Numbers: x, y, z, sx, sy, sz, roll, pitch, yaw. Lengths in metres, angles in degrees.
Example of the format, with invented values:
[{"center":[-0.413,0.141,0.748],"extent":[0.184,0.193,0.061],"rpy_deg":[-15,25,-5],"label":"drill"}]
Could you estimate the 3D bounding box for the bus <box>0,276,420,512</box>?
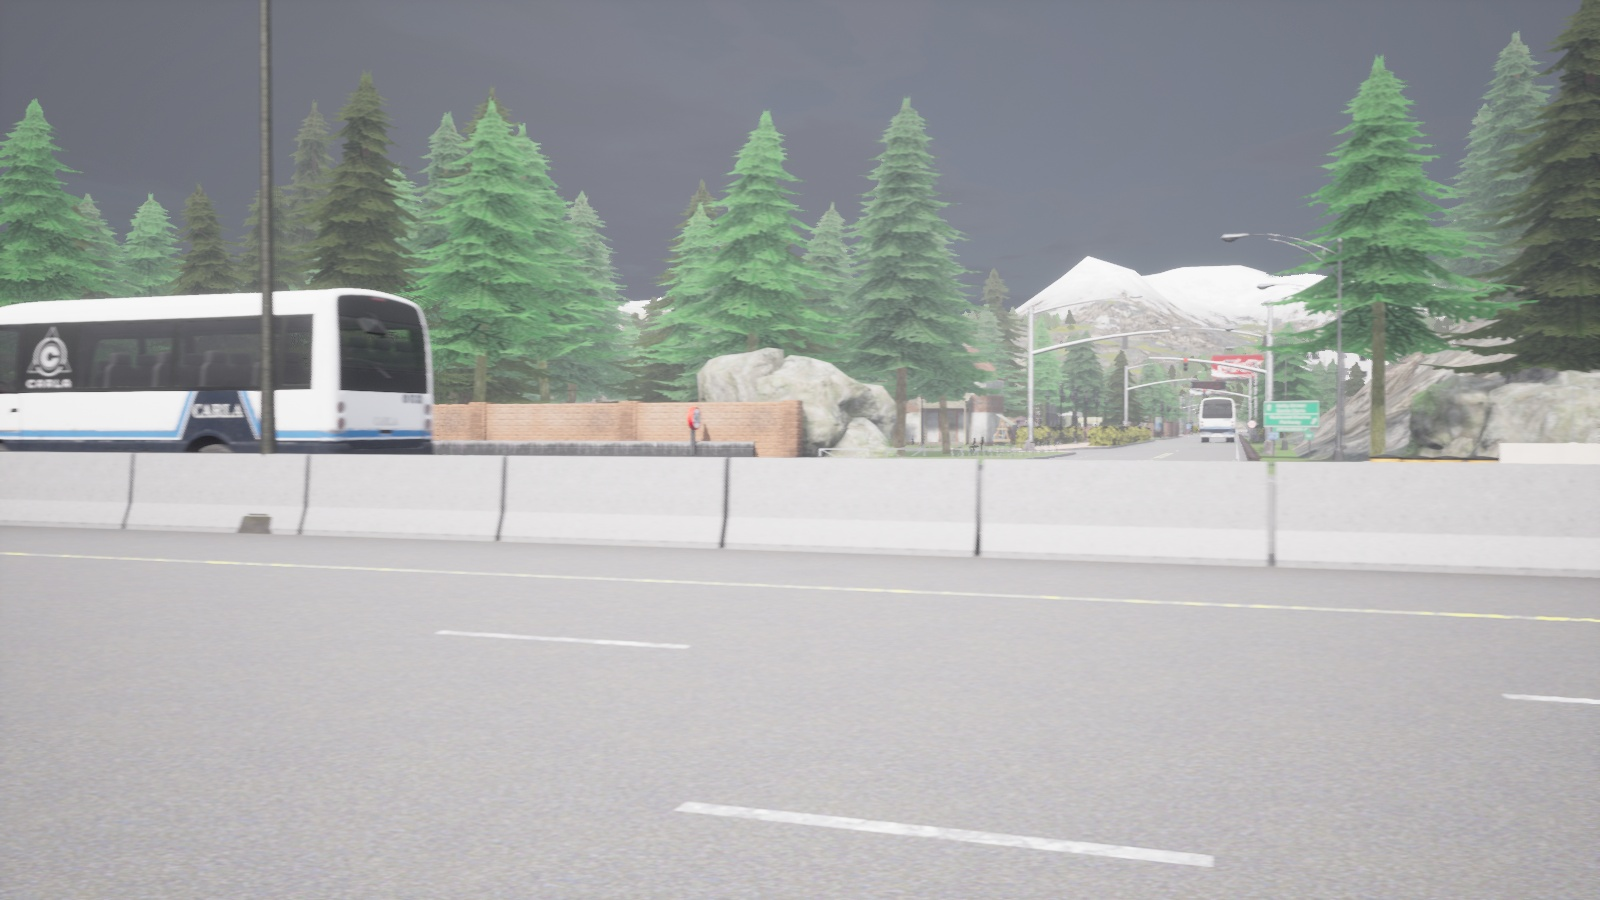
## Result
[{"center":[-13.486,-1.101,26.173],"extent":[10.273,4.253,3.944],"rpy_deg":[1,1,19],"label":"bus"}]
